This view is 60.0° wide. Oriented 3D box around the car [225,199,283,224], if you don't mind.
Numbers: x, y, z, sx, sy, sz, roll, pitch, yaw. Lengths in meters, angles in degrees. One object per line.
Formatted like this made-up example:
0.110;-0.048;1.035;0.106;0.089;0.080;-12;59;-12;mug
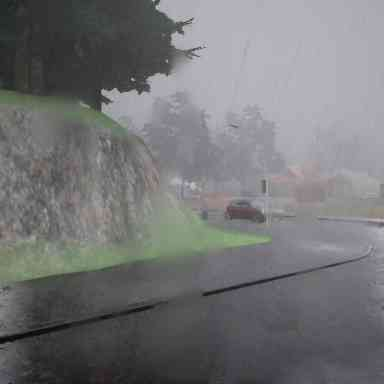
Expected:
4.586;1.352;25.003;2.097;1.767;4.553;0;0;-36;car
